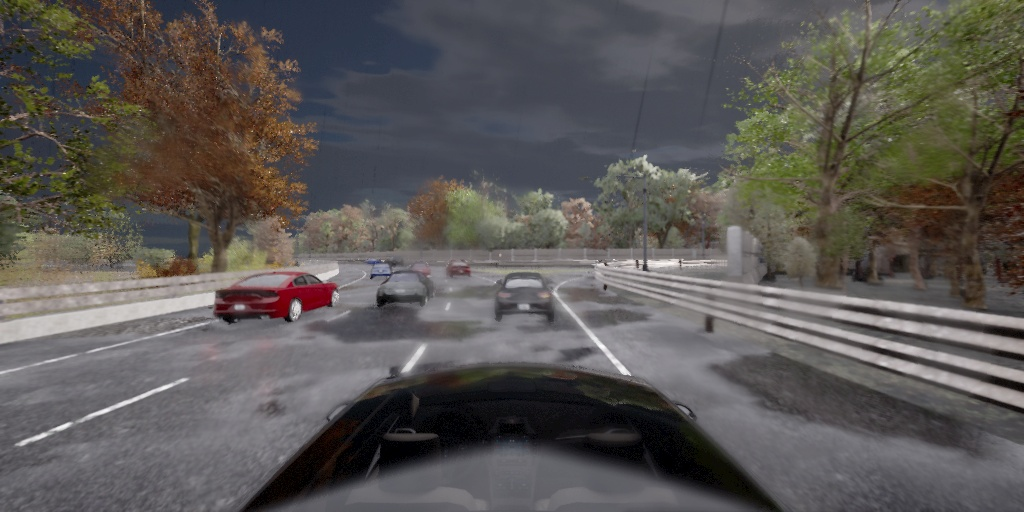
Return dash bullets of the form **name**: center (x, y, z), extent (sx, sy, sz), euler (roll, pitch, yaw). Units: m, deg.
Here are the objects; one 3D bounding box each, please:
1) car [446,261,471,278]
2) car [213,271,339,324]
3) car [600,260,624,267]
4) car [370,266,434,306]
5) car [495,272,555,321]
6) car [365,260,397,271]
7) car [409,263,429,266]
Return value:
- **car**: center (-5.193, 1.238, 34.275), extent (1.882, 1.535, 5.008), euler (0, 0, -17)
- **car**: center (-7.633, 1.253, 12.227), extent (1.882, 1.535, 5.008), euler (0, 0, -5)
- **car**: center (11.723, 1.224, 42.753), extent (1.812, 1.442, 4.674), euler (0, 0, 42)
- **car**: center (-4.587, 1.327, 15.859), extent (1.994, 1.385, 4.181), euler (0, 0, -8)
- **car**: center (0.435, 1.272, 12.388), extent (1.812, 1.442, 4.674), euler (0, 0, 2)
- **car**: center (-11.962, 1.333, 33.029), extent (2.033, 1.411, 5.357), euler (0, 0, -18)
- **car**: center (-9.266, 1.339, 35.786), extent (1.994, 1.385, 4.181), euler (0, 0, -18)
